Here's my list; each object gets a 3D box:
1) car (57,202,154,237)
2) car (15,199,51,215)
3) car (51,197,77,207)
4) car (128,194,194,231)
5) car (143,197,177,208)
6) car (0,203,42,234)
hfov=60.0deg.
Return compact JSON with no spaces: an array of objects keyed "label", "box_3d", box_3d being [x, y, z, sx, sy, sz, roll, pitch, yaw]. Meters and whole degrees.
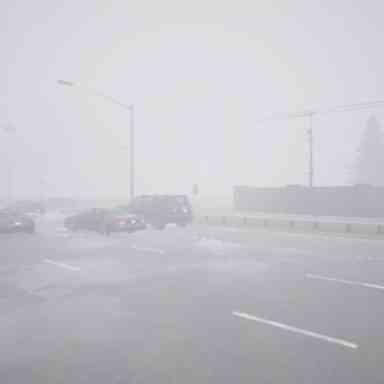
[{"label":"car","box_3d":[-4.766,1.489,17.776,5.357,1.411,2.033,0,0,40]},{"label":"car","box_3d":[-15.738,1.432,31.606,4.892,1.490,1.837,0,0,40]},{"label":"car","box_3d":[-17.299,1.391,42.737,4.892,1.490,1.837,0,0,-3]},{"label":"car","box_3d":[-2.442,1.144,20.391,5.566,2.045,2.150,0,0,40]},{"label":"car","box_3d":[-4.343,1.386,45.431,4.181,1.385,1.994,0,0,-21]},{"label":"car","box_3d":[-10.085,1.527,17.684,4.181,1.385,1.994,0,0,40]}]
